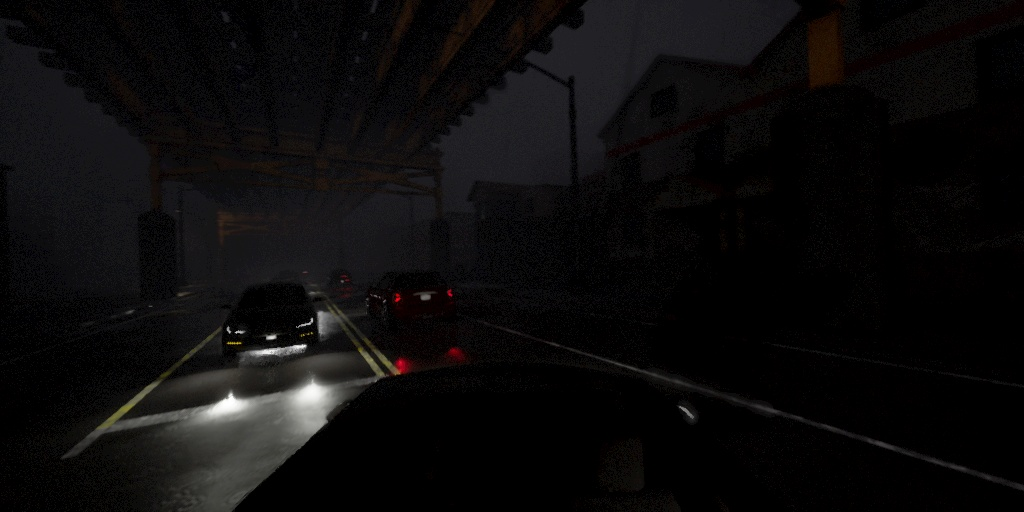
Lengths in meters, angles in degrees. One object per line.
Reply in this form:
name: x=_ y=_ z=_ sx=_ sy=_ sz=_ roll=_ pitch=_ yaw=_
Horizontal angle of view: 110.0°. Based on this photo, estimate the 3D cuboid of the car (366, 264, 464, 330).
car: x=-3.597 y=1.266 z=12.253 sx=2.097 sy=1.767 sz=4.553 roll=-2 pitch=0 yaw=-31

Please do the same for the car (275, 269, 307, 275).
car: x=-17.301 y=2.013 z=27.868 sx=1.994 sy=1.385 sz=4.181 roll=-2 pitch=0 yaw=-30

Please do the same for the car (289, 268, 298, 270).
car: x=-23.316 y=2.200 z=37.210 sx=1.837 sy=1.490 sz=4.892 roll=-2 pitch=0 yaw=-35

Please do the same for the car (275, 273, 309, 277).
car: x=-12.250 y=1.844 z=19.501 sx=1.895 sy=1.301 sz=4.718 roll=-2 pitch=0 yaw=-31

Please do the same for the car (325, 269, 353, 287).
car: x=-15.292 y=1.900 z=31.728 sx=1.837 sy=1.490 sz=4.892 roll=-2 pitch=0 yaw=-31

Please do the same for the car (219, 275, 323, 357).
car: x=-6.383 y=1.504 z=9.718 sx=1.837 sy=1.490 sz=4.892 roll=-2 pitch=1 yaw=-31

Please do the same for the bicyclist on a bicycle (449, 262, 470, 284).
bicyclist on a bicycle: x=-3.959 y=1.285 z=26.991 sx=1.656 sy=1.620 sz=0.582 roll=-2 pitch=0 yaw=-31
